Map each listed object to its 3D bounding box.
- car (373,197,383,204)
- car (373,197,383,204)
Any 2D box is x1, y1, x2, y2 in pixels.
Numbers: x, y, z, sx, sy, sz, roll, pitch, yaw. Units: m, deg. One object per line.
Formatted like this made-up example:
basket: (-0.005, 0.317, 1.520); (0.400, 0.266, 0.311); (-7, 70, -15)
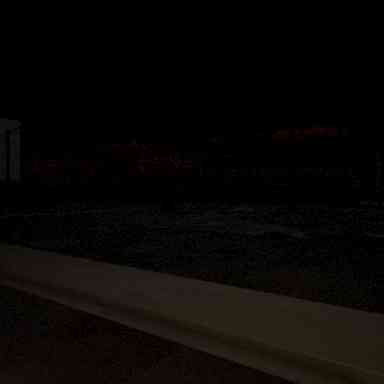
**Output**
car: (37.535, 1.734, 65.320); (2.038, 1.542, 4.974); (1, 1, 6)
car: (37.542, 1.576, 65.370); (1.853, 1.218, 4.536); (1, 1, 6)
